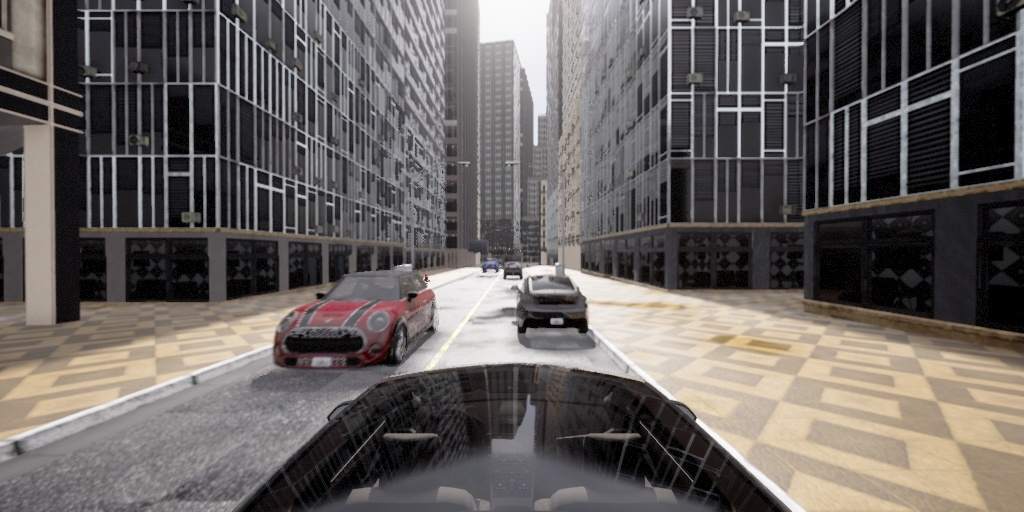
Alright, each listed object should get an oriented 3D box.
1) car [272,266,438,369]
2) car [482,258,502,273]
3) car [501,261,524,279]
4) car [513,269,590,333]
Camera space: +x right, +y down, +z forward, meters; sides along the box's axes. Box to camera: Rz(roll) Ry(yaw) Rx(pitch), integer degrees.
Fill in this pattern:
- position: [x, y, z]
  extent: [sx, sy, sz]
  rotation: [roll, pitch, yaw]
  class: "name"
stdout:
- position: [-3.091, 1.141, 8.072]
  extent: [2.097, 1.767, 4.553]
  rotation: [0, 0, 0]
  class: "car"
- position: [-3.026, 1.307, 50.889]
  extent: [2.150, 2.045, 5.566]
  rotation: [0, -1, 0]
  class: "car"
- position: [0.110, 1.481, 36.049]
  extent: [1.837, 1.490, 4.892]
  rotation: [0, -1, 0]
  class: "car"
- position: [1.064, 1.314, 10.897]
  extent: [1.837, 1.490, 4.892]
  rotation: [0, 0, 0]
  class: "car"
